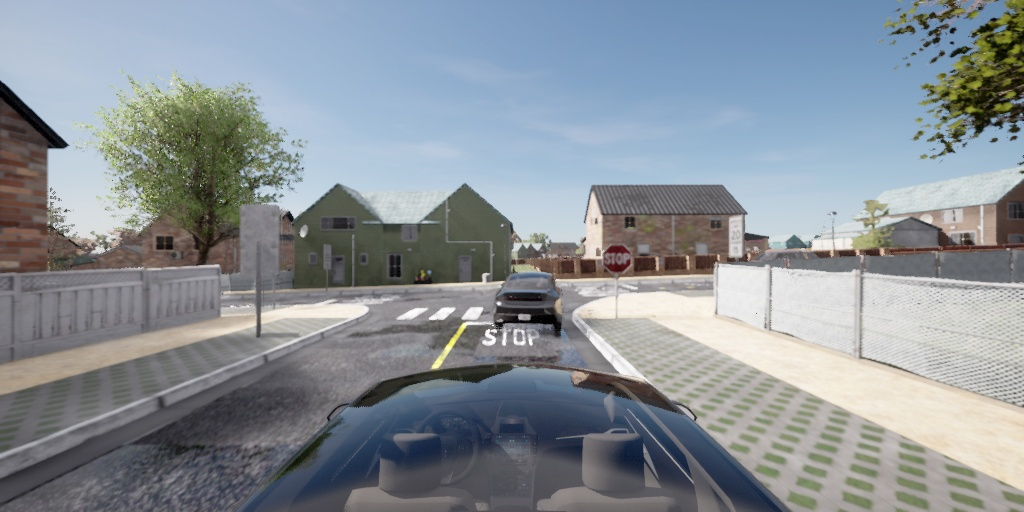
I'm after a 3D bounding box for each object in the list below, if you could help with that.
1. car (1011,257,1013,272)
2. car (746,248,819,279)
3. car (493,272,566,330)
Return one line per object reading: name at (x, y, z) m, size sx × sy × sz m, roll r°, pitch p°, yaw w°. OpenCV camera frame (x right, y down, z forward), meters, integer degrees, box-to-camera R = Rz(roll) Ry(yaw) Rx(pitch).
car at (30.042, 0.137, 19.627) m, size 4.674 × 1.442 × 1.812 m, roll -2°, pitch 0°, yaw 1°
car at (14.504, 0.516, 19.759) m, size 4.553 × 1.767 × 2.097 m, roll -2°, pitch 0°, yaw 0°
car at (0.661, 1.248, 11.188) m, size 1.837 × 1.490 × 4.892 m, roll 0°, pitch 0°, yaw 8°
